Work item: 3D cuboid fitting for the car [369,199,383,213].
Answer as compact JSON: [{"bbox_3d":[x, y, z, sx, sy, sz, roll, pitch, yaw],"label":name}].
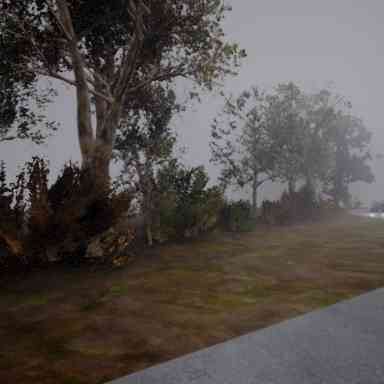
[{"bbox_3d":[20.666,1.535,36.788,2.033,1.411,5.357,0,0,27],"label":"car"}]
